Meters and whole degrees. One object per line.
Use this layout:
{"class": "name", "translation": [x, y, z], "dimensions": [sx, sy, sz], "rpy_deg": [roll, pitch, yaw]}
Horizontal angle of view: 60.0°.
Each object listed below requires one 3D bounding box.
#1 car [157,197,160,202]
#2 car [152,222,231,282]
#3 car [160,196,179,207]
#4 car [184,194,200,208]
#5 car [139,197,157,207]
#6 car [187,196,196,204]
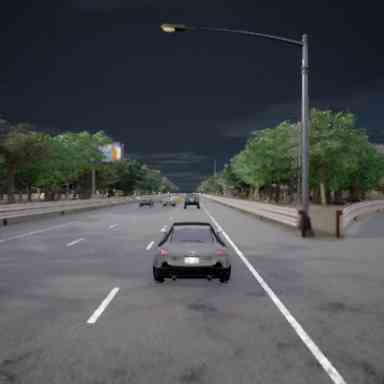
{"class": "car", "translation": [-7.028, 1.663, 69.623], "dimensions": [2.033, 1.411, 5.357], "rpy_deg": [0, 0, 0]}
{"class": "car", "translation": [-0.004, 1.567, 9.771], "dimensions": [1.994, 1.385, 4.181], "rpy_deg": [0, 0, 0]}
{"class": "car", "translation": [-3.521, 1.690, 52.245], "dimensions": [1.895, 1.301, 4.718], "rpy_deg": [0, 0, 0]}
{"class": "car", "translation": [-0.020, 1.301, 48.609], "dimensions": [2.150, 2.045, 5.566], "rpy_deg": [0, 0, 0]}
{"class": "car", "translation": [-7.020, 1.592, 51.780], "dimensions": [1.837, 1.490, 4.892], "rpy_deg": [0, 0, 0]}
{"class": "car", "translation": [-0.029, 1.654, 69.974], "dimensions": [1.812, 1.442, 4.674], "rpy_deg": [0, 0, 0]}
